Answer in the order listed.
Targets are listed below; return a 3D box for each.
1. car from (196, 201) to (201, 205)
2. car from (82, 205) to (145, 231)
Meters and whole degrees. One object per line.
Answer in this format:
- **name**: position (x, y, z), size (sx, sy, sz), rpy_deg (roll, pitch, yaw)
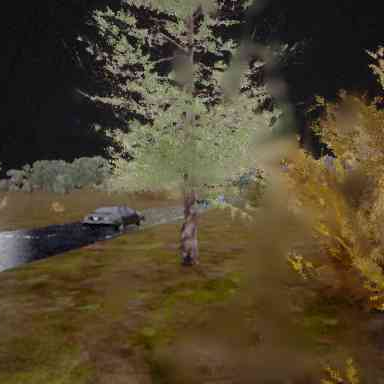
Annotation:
- **car**: position (0.874, 1.455, 55.423), size (1.895, 1.301, 4.718), rpy_deg (0, 0, 14)
- **car**: position (-4.647, 1.500, 20.560), size (2.033, 1.411, 5.357), rpy_deg (0, 0, 14)
